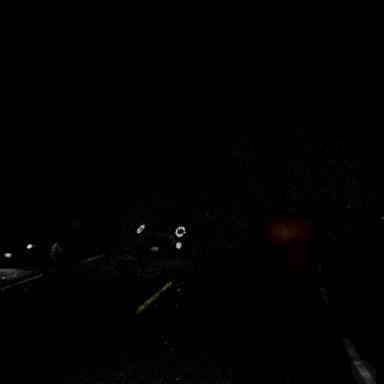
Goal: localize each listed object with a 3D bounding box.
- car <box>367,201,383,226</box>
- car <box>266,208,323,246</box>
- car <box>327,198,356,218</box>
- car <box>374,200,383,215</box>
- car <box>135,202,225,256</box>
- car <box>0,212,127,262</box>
[{"bbox_3d":[13.464,1.518,23.332,1.882,1.535,5.008,1,0,31],"label":"car"},{"bbox_3d":[4.870,1.475,15.419,1.882,1.535,5.008,0,0,28],"label":"car"},{"bbox_3d":[13.984,1.376,31.044,2.097,1.767,4.553,1,0,31],"label":"car"},{"bbox_3d":[20.693,1.626,35.469,1.994,1.385,4.181,1,0,31],"label":"car"},{"bbox_3d":[-0.320,1.317,13.191,2.097,1.767,4.553,1,0,25],"label":"car"},{"bbox_3d":[-4.501,1.484,12.335,2.033,1.411,5.357,0,0,21],"label":"car"}]
